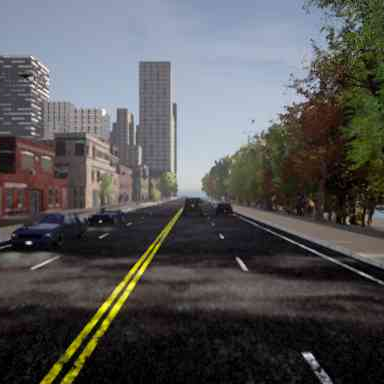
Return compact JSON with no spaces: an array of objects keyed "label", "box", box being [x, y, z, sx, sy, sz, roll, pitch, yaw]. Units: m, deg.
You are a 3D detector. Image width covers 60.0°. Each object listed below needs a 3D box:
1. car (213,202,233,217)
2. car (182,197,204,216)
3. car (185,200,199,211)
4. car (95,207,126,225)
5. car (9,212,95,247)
[{"label":"car","box":[3.345,1.818,36.341,1.882,1.535,5.008,0,-1,0]},{"label":"car","box":[0.097,1.570,37.196,2.150,2.045,5.566,0,-1,0]},{"label":"car","box":[0.024,1.933,48.882,1.882,1.535,5.008,0,0,0]},{"label":"car","box":[-6.596,1.847,26.217,1.895,1.301,4.718,0,-1,0]},{"label":"car","box":[-6.605,1.699,16.107,2.033,1.411,5.357,0,-1,0]}]
